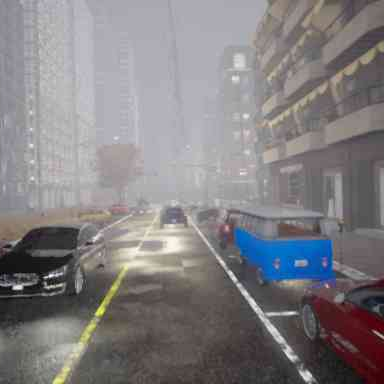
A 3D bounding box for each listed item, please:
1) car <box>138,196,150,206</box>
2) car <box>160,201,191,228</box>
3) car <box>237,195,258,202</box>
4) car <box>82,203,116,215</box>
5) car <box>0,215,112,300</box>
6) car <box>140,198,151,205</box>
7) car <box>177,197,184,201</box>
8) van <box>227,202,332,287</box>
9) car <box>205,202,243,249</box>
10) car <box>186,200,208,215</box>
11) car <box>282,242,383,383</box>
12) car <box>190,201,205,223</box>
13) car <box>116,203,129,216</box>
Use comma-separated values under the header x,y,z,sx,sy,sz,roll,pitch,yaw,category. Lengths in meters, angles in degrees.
x,y,z,sx,sy,sz,roll,pitch,yaw,category
-9.968,1.816,68.452,2.192,1.841,5.009,-1,0,-4,car
-1.261,1.631,23.021,1.812,1.442,4.674,-1,0,-3,car
9.936,1.294,56.722,4.403,1.369,2.008,-2,1,-4,car
-7.170,1.784,24.918,1.752,1.417,4.829,-1,0,-4,car
-3.545,1.621,8.900,1.837,1.490,4.892,-1,0,-4,car
-10.315,2.101,73.963,1.947,1.339,4.313,-1,0,-4,car
-2.041,1.658,35.024,2.128,1.511,4.902,-1,0,-3,car
2.237,1.314,9.061,1.690,1.788,3.998,-1,0,-4,van
1.885,1.440,14.582,1.967,1.590,4.097,-1,0,-4,car
0.471,1.661,36.667,2.008,1.369,4.403,-1,0,-4,car
2.597,1.529,3.540,1.802,1.307,4.206,-1,0,-4,car
1.180,1.604,25.624,2.008,1.369,4.403,-1,0,-4,car
-7.889,1.861,36.130,1.887,1.381,4.507,-1,0,-4,car
